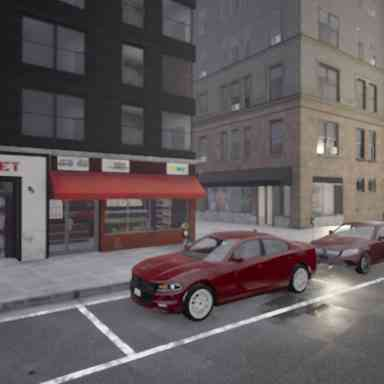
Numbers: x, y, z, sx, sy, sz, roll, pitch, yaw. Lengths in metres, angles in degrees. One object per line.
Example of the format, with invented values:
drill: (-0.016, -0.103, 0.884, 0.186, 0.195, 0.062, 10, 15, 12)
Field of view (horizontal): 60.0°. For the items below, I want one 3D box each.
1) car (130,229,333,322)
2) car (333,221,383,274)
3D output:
car: (0.857, 1.549, 7.252, 4.507, 1.381, 1.887, 0, 0, -35)
car: (5.380, 1.585, 10.470, 4.206, 1.307, 1.802, 0, 0, -35)
